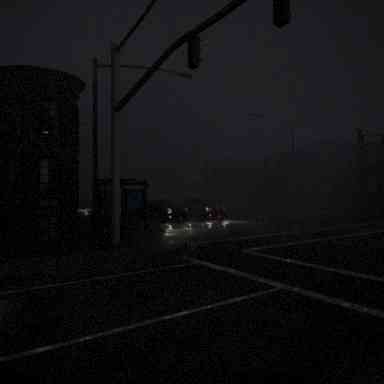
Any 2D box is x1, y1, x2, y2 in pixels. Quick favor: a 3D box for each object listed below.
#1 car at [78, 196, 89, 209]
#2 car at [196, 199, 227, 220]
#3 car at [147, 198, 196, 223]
[{"bbox_3d":[-15.532,1.346,44.846,2.097,1.767,4.553,0,0,-35],"label":"car"},{"bbox_3d":[0.841,1.346,27.739,2.097,1.767,4.553,0,0,-35],"label":"car"},{"bbox_3d":[-2.096,1.347,25.830,2.097,1.767,4.553,0,0,-35],"label":"car"}]
